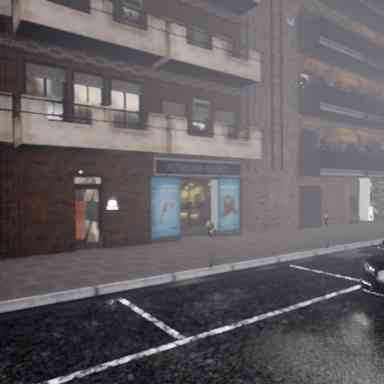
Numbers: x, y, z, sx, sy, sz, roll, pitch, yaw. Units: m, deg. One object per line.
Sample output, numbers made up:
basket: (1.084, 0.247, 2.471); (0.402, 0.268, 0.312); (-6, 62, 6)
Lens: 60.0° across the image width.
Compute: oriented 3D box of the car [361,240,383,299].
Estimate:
car: (5.684, 1.511, 7.430); (4.902, 1.511, 2.128); (0, 0, -36)
